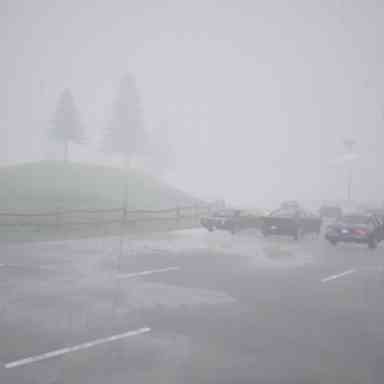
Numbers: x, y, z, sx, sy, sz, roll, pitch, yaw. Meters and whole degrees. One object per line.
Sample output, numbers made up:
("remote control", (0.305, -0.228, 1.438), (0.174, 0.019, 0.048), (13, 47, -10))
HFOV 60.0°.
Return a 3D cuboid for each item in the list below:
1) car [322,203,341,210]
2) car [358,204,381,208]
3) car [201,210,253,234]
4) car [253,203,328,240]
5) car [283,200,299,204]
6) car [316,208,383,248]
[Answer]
("car", (13.168, 1.755, 31.864), (1.882, 1.535, 5.008), (0, 0, 19))
("car", (16.441, 1.820, 30.600), (1.812, 1.442, 4.674), (0, 0, 19))
("car", (2.698, 1.734, 20.282), (1.895, 1.301, 4.718), (0, 0, 40))
("car", (5.590, 1.622, 18.314), (1.882, 1.535, 5.008), (0, 0, 40))
("car", (9.759, 1.606, 32.658), (2.097, 1.767, 4.553), (0, -1, 19))
("car", (7.942, 1.694, 15.639), (2.033, 1.411, 5.357), (0, 0, 40))
